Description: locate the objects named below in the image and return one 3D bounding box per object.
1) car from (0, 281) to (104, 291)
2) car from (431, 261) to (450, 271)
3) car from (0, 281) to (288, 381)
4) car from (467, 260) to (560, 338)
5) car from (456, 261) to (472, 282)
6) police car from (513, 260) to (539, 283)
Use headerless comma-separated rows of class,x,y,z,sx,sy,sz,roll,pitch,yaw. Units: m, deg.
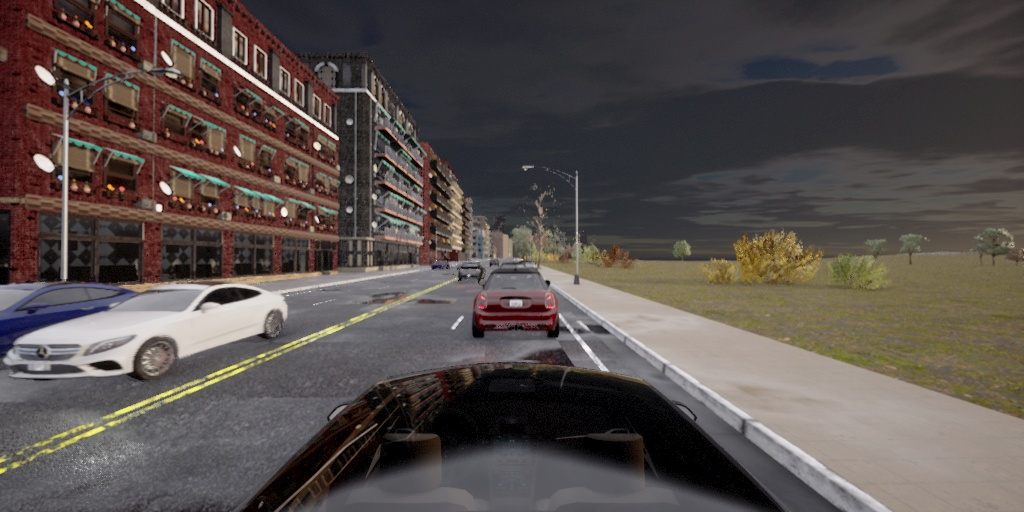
car,-9.858,1.278,7.327,1.812,1.442,4.674,0,0,0
car,-9.911,1.366,49.785,1.895,1.301,4.718,0,0,0
car,-6.621,1.278,7.348,1.812,1.442,4.674,0,0,0
car,0.083,1.106,10.367,2.097,1.767,4.553,0,0,0
car,-3.187,1.252,29.035,2.128,1.511,4.902,0,0,0
police car,1.102,1.186,29.634,1.930,1.638,5.238,0,0,0
